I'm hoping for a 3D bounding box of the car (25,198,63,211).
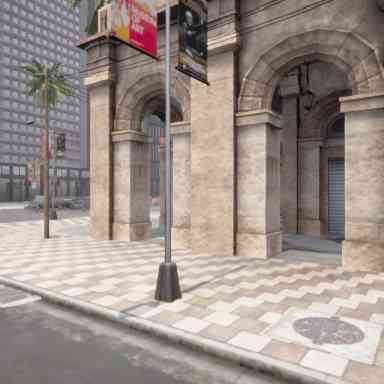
[{"bbox_3d":[-17.921,1.490,40.875,2.128,1.511,4.902,0,0,36],"label":"car"}]

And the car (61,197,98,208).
[{"bbox_3d":[-16.291,1.513,48.472,2.161,1.482,4.786,0,0,35],"label":"car"}]

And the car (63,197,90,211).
[{"bbox_3d":[-13.267,1.564,41.368,1.994,1.385,4.181,0,0,36],"label":"car"}]

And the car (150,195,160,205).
[{"bbox_3d":[-5.979,1.352,57.538,2.097,1.767,4.553,0,0,36],"label":"car"}]
